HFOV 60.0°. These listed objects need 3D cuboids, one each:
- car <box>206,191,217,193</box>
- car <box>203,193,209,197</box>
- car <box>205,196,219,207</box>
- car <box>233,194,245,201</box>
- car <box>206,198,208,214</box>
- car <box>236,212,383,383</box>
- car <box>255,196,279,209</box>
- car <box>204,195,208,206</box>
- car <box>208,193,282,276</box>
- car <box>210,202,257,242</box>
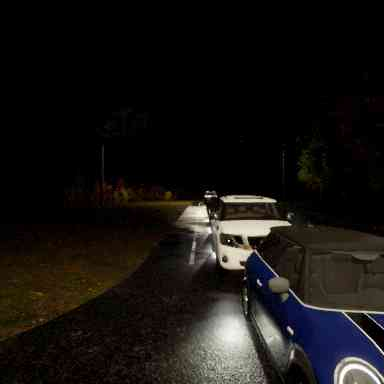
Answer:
[{"bbox_3d":[3.080,0.938,54.390,2.150,2.045,5.566,0,0,3],"label":"car"},{"bbox_3d":[2.645,1.274,41.550,2.128,1.511,4.902,0,0,2],"label":"car"},{"bbox_3d":[2.862,1.314,47.958,1.994,1.385,4.181,0,0,3],"label":"car"},{"bbox_3d":[10.571,1.131,74.625,2.128,1.511,4.902,0,0,2],"label":"car"},{"bbox_3d":[2.106,1.380,23.044,1.837,1.490,4.892,0,0,2],"label":"car"},{"bbox_3d":[1.941,1.338,4.111,2.097,1.767,4.553,0,0,0],"label":"car"},{"bbox_3d":[9.687,1.322,43.418,2.033,1.411,5.357,0,0,1],"label":"car"},{"bbox_3d":[2.282,1.322,29.297,1.882,1.535,5.008,0,0,2],"label":"car"},{"bbox_3d":[1.759,1.160,10.458,2.150,2.045,5.566,0,0,1],"label":"car"},{"bbox_3d":[1.928,1.384,16.797,1.882,1.535,5.008,0,0,2],"label":"car"}]
